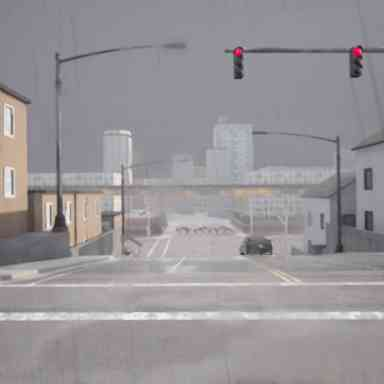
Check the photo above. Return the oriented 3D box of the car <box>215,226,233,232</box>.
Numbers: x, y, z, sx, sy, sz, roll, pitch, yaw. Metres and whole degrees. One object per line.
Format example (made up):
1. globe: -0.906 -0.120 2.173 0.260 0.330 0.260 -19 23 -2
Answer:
1. car: 8.139 9.592 86.035 4.974 1.542 2.038 -1 0 29

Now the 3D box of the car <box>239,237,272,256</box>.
1. car: 4.946 4.371 26.466 1.882 1.535 5.008 0 -13 -1

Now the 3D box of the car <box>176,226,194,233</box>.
1. car: -1.886 9.570 85.431 4.536 1.218 1.853 -1 0 44

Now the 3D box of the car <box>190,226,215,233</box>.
1. car: 2.760 9.664 85.332 4.974 1.542 2.038 -1 0 -36

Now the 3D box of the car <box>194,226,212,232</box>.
1. car: 2.800 9.506 85.362 4.536 1.218 1.853 -1 0 -36

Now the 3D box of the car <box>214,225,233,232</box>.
1. car: 8.091 9.436 86.061 4.536 1.218 1.853 -1 0 29

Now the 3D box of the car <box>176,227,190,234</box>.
1. car: -1.847 9.727 85.394 4.974 1.542 2.038 -1 0 44
